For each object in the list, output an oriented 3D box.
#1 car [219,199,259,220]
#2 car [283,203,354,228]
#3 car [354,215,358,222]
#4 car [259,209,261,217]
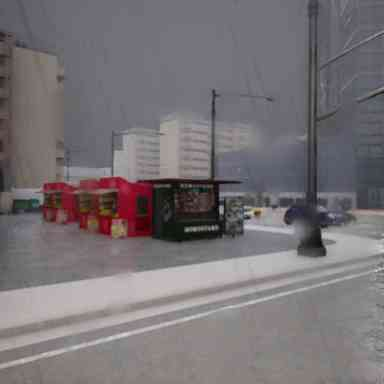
[{"bbox_3d":[3.567,1.668,32.767,2.150,2.045,5.566,1,-1,-36],"label":"car"},{"bbox_3d":[9.203,1.689,25.000,2.097,1.767,4.553,1,-1,-36],"label":"car"},{"bbox_3d":[11.101,1.941,28.344,2.033,1.411,5.357,1,-1,-36],"label":"car"},{"bbox_3d":[5.331,1.988,36.287,1.882,1.535,5.008,1,-1,-36],"label":"car"}]
